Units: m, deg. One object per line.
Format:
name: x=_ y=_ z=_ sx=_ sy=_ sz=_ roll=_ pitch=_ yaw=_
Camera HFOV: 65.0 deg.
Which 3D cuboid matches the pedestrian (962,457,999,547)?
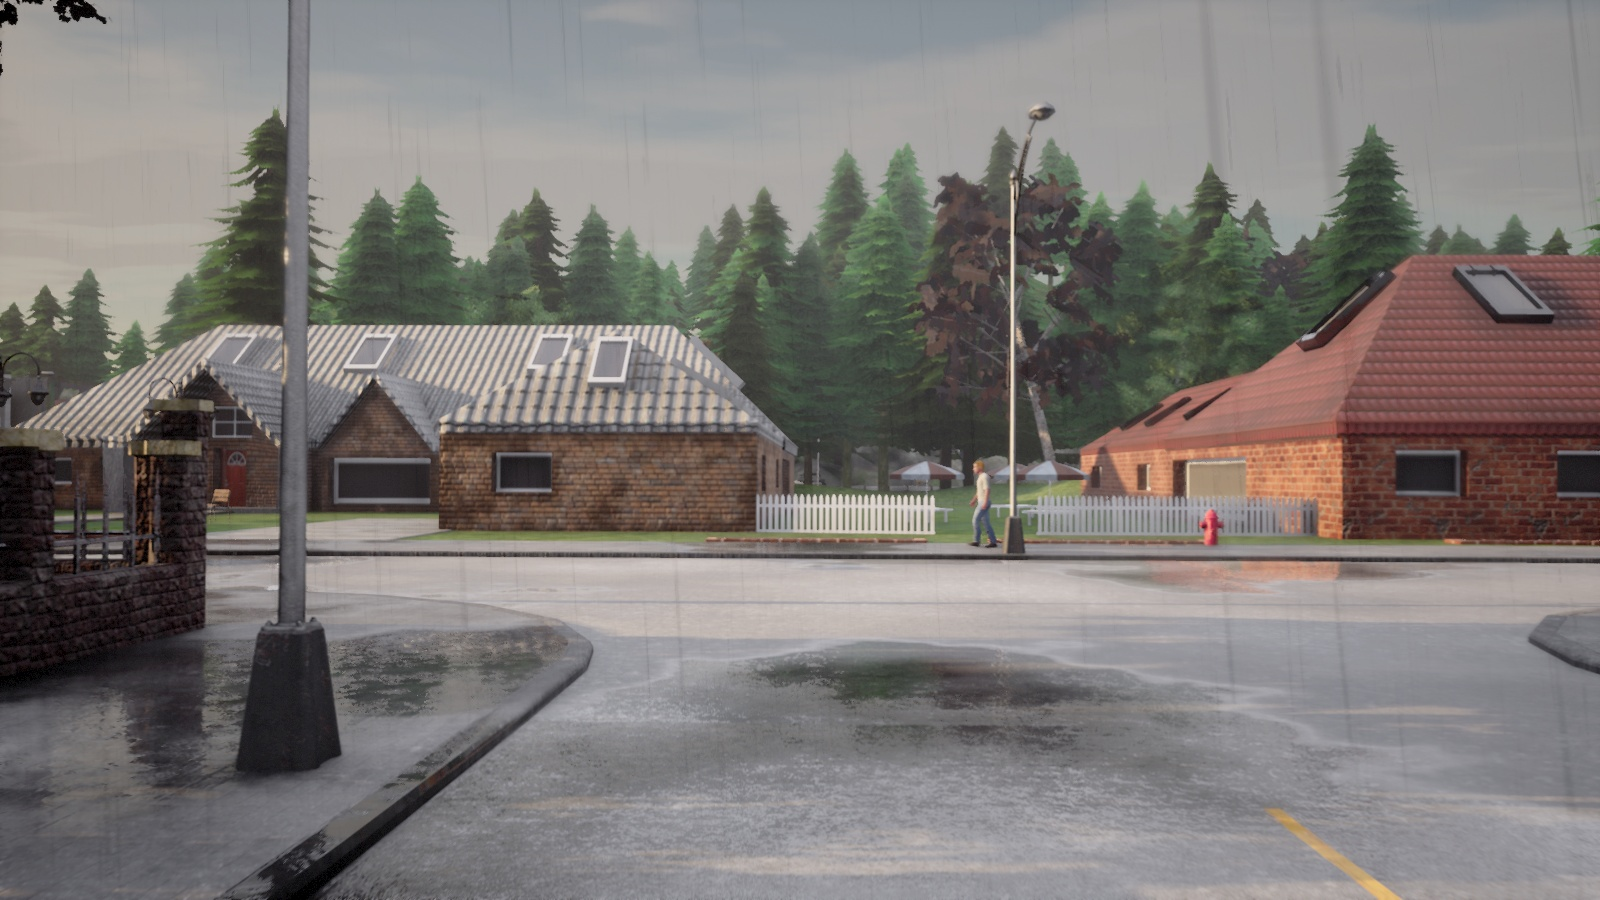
pedestrian: x=3.738 y=1.068 z=25.960 sx=0.706 sy=1.836 sz=0.354 roll=0 pitch=-1 yaw=1
